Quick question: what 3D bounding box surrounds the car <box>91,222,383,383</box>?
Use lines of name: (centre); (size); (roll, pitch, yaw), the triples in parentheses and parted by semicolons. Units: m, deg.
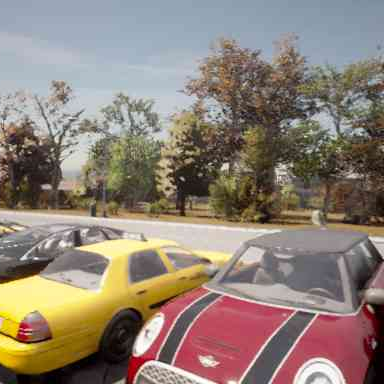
car: (1.320, 1.363, 4.246); (2.185, 1.767, 4.553); (0, 0, 36)

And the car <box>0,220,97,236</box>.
car: (-3.200, 1.485, 7.471); (2.231, 1.521, 4.892); (0, 0, 36)

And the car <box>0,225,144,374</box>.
car: (-0.843, 1.484, 5.994); (1.946, 1.575, 5.366); (0, 0, 36)
